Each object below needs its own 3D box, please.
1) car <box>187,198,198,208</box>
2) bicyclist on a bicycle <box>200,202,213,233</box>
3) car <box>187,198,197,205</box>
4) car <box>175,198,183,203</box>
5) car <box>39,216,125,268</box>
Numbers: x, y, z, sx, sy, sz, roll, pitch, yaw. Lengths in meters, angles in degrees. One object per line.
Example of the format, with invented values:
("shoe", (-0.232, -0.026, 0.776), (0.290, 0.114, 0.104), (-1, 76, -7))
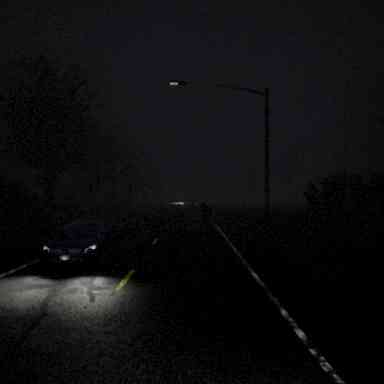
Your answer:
("car", (0.094, 1.929, 55.890), (2.033, 1.411, 5.357), (0, 0, 0))
("bicyclist on a bicycle", (0.962, 1.591, 19.732), (0.582, 1.620, 1.656), (0, -1, 0))
("car", (-0.012, 2.048, 73.453), (1.994, 1.385, 4.181), (0, 0, 0))
("car", (-3.516, 2.195, 89.734), (1.895, 1.301, 4.718), (0, 0, 0))
("car", (-3.587, 1.608, 11.691), (1.812, 1.442, 4.674), (0, 0, 0))
